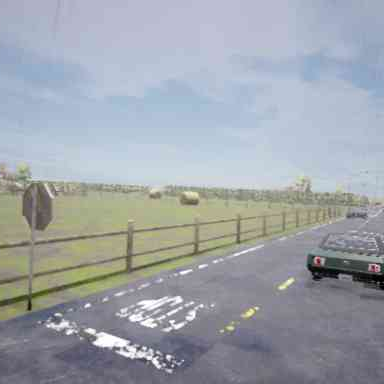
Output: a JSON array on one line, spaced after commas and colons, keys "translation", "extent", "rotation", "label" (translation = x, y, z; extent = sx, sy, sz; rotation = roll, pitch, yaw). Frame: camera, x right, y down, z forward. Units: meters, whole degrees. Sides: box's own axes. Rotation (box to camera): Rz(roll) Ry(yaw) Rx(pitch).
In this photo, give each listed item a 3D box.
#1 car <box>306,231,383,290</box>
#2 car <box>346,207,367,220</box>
[{"translation": [4.872, 1.828, 9.929], "extent": [1.895, 1.301, 4.718], "rotation": [2, 0, 31], "label": "car"}, {"translation": [19.580, 2.480, 39.438], "extent": [1.994, 1.385, 4.181], "rotation": [2, 0, 31], "label": "car"}]
